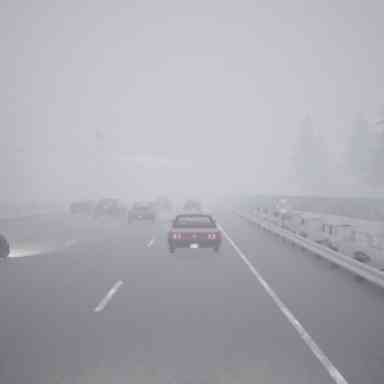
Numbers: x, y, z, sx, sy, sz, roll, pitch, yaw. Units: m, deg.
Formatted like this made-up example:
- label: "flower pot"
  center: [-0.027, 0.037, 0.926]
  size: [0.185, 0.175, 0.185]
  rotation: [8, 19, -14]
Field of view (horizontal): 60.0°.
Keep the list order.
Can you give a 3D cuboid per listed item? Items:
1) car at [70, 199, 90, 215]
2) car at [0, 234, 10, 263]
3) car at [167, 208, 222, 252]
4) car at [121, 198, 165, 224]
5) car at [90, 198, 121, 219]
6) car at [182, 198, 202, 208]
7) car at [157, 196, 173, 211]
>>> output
- label: "car"
  center: [-10.448, 1.433, 32.973]
  size: [1.882, 1.535, 5.008]
  rotation: [0, 0, 0]
- label: "car"
  center: [-6.913, 1.522, 9.140]
  size: [1.994, 1.385, 4.181]
  rotation: [0, 0, 0]
- label: "car"
  center: [0.081, 1.550, 13.604]
  size: [1.895, 1.301, 4.718]
  rotation: [0, 0, 0]
- label: "car"
  center: [-3.436, 1.443, 24.279]
  size: [2.128, 1.511, 4.902]
  rotation: [0, 0, 0]
- label: "car"
  center: [-6.942, 1.305, 28.861]
  size: [2.097, 1.767, 4.553]
  rotation: [0, 0, 0]
- label: "car"
  center: [0.047, 1.458, 35.741]
  size: [1.837, 1.490, 4.892]
  rotation: [0, 0, 0]
- label: "car"
  center: [-3.460, 1.307, 40.494]
  size: [2.097, 1.767, 4.553]
  rotation: [0, 0, 0]
